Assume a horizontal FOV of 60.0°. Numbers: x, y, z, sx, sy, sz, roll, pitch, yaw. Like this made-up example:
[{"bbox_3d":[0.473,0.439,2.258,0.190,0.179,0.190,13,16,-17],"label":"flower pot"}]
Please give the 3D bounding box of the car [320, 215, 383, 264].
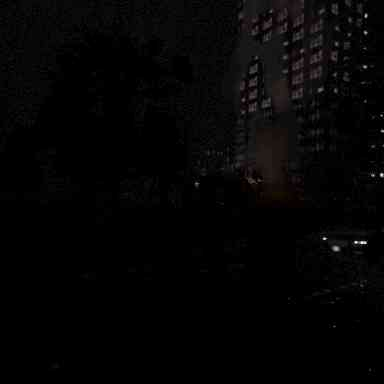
[{"bbox_3d":[6.807,1.654,12.527,4.902,1.511,2.128,1,-1,-35],"label":"car"}]
